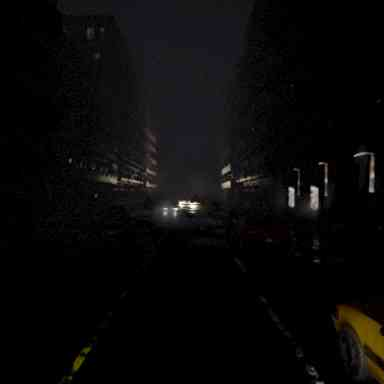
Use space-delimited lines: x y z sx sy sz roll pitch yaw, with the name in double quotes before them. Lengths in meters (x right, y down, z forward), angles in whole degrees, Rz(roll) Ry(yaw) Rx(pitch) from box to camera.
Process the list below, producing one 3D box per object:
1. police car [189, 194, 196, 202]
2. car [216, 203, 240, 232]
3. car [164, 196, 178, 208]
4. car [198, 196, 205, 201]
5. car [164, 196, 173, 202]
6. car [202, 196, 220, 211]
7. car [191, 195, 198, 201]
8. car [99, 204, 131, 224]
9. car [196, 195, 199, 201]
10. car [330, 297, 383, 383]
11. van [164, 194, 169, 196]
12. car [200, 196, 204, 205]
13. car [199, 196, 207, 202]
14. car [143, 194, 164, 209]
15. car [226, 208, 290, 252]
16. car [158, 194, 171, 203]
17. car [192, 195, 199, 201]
"police car" 0.739 1.558 77.752 1.930 1.638 5.238 0 0 -2
"car" 2.675 1.563 19.418 1.887 1.381 4.507 0 0 0
"car" -3.120 1.664 49.430 1.895 1.301 4.718 0 0 0
"car" 2.615 1.733 93.023 1.887 1.381 4.507 0 0 0
"car" -5.757 1.692 81.714 1.887 1.381 4.507 0 0 0
"car" 2.657 1.603 42.068 2.008 1.369 4.403 0 0 0
"car" 0.670 1.670 93.625 1.882 1.535 5.008 0 0 -3
"car" -5.710 1.609 25.094 1.802 1.307 4.206 0 0 0
"car" 2.628 1.566 76.036 1.967 1.590 4.097 0 0 0
"car" 2.689 1.526 2.604 1.752 1.417 4.829 0 0 0
"van" -5.742 1.432 64.731 1.690 1.788 3.998 0 0 0
"car" 2.653 1.611 47.730 2.008 1.369 4.403 0 0 0
"car" 2.624 1.673 81.868 1.752 1.417 4.829 0 0 0
"car" -5.728 1.376 47.745 2.192 1.841 5.009 0 0 0
"car" 2.680 1.556 13.756 1.887 1.381 4.507 0 0 0
"car" -5.748 1.423 70.391 2.192 1.841 5.009 0 0 0
"car" 0.831 1.625 87.852 1.801 1.575 5.366 0 0 0
